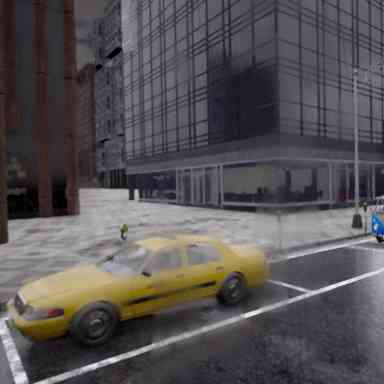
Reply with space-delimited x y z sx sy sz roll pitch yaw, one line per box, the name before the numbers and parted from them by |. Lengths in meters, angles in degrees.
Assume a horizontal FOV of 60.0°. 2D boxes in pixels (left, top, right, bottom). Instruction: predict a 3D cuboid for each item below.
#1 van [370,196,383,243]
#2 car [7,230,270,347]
van | 8.356 0.964 12.545 3.998 1.788 1.690 -2 1 -35
car | -0.653 1.443 6.170 4.829 1.417 1.752 -2 1 -35
